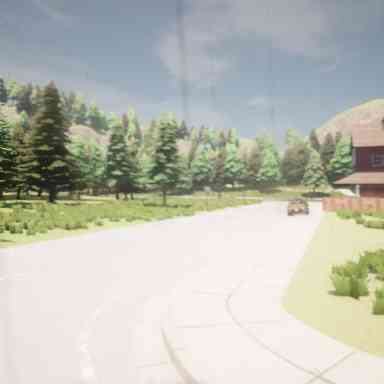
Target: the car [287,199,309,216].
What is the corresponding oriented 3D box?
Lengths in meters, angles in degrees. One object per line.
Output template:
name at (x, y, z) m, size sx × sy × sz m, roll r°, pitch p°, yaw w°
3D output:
car at (9.685, 1.351, 30.437) m, size 1.816 × 1.474 × 4.193 m, roll -6°, pitch -2°, yaw 21°
